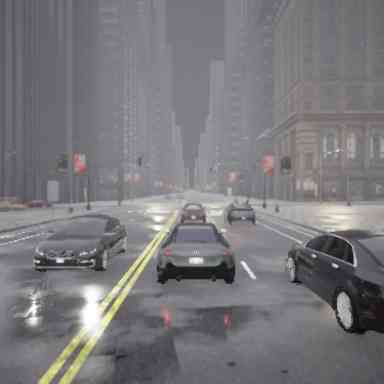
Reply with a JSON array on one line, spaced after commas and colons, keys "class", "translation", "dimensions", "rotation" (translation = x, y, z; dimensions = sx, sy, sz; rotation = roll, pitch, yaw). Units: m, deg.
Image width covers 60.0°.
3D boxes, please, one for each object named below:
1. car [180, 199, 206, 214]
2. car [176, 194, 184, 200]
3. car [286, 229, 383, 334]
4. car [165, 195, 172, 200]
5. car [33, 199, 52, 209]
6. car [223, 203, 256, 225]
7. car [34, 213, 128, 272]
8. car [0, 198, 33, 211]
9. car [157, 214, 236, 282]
[{"class": "car", "translation": [0.100, 1.534, 24.800], "dimensions": [1.812, 1.442, 4.674], "rotation": [0, 0, 0]}, {"class": "car", "translation": [-3.251, 1.338, 92.621], "dimensions": [2.097, 1.767, 4.553], "rotation": [0, 0, 0]}, {"class": "car", "translation": [3.351, 1.508, 6.730], "dimensions": [1.837, 1.490, 4.892], "rotation": [0, 0, 0]}, {"class": "car", "translation": [-6.502, 1.522, 92.590], "dimensions": [2.033, 1.411, 5.357], "rotation": [0, 0, 0]}, {"class": "car", "translation": [-23.983, 1.846, 51.771], "dimensions": [4.507, 1.381, 1.887], "rotation": [-1, 1, 0]}, {"class": "car", "translation": [3.350, 1.500, 23.937], "dimensions": [2.128, 1.511, 4.902], "rotation": [0, 0, 0]}, {"class": "car", "translation": [-3.350, 1.511, 10.877], "dimensions": [1.837, 1.490, 4.892], "rotation": [0, 0, 0]}, {"class": "car", "translation": [-23.843, 1.858, 43.243], "dimensions": [4.829, 1.417, 1.752], "rotation": [-1, 1, 0]}, {"class": "car", "translation": [0.100, 1.569, 9.753], "dimensions": [1.994, 1.385, 4.181], "rotation": [0, 0, 0]}]
